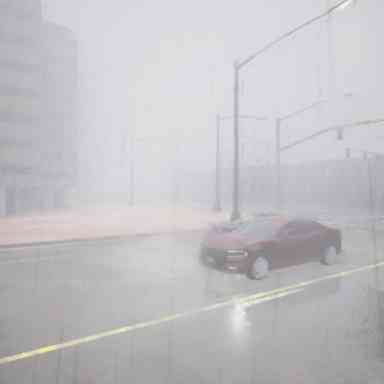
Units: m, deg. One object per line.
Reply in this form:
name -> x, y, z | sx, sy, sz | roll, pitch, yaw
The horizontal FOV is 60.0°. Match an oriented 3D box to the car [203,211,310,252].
car -> 2.939, 1.601, 14.639 | 4.718, 1.301, 1.895 | 0, 0, -35

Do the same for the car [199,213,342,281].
car -> 2.505, 1.480, 10.050 | 5.008, 1.535, 1.882 | 0, 0, -35

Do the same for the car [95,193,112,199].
car -> -24.495, 1.119, 92.199 | 4.553, 1.767, 2.097 | 0, 0, 20
